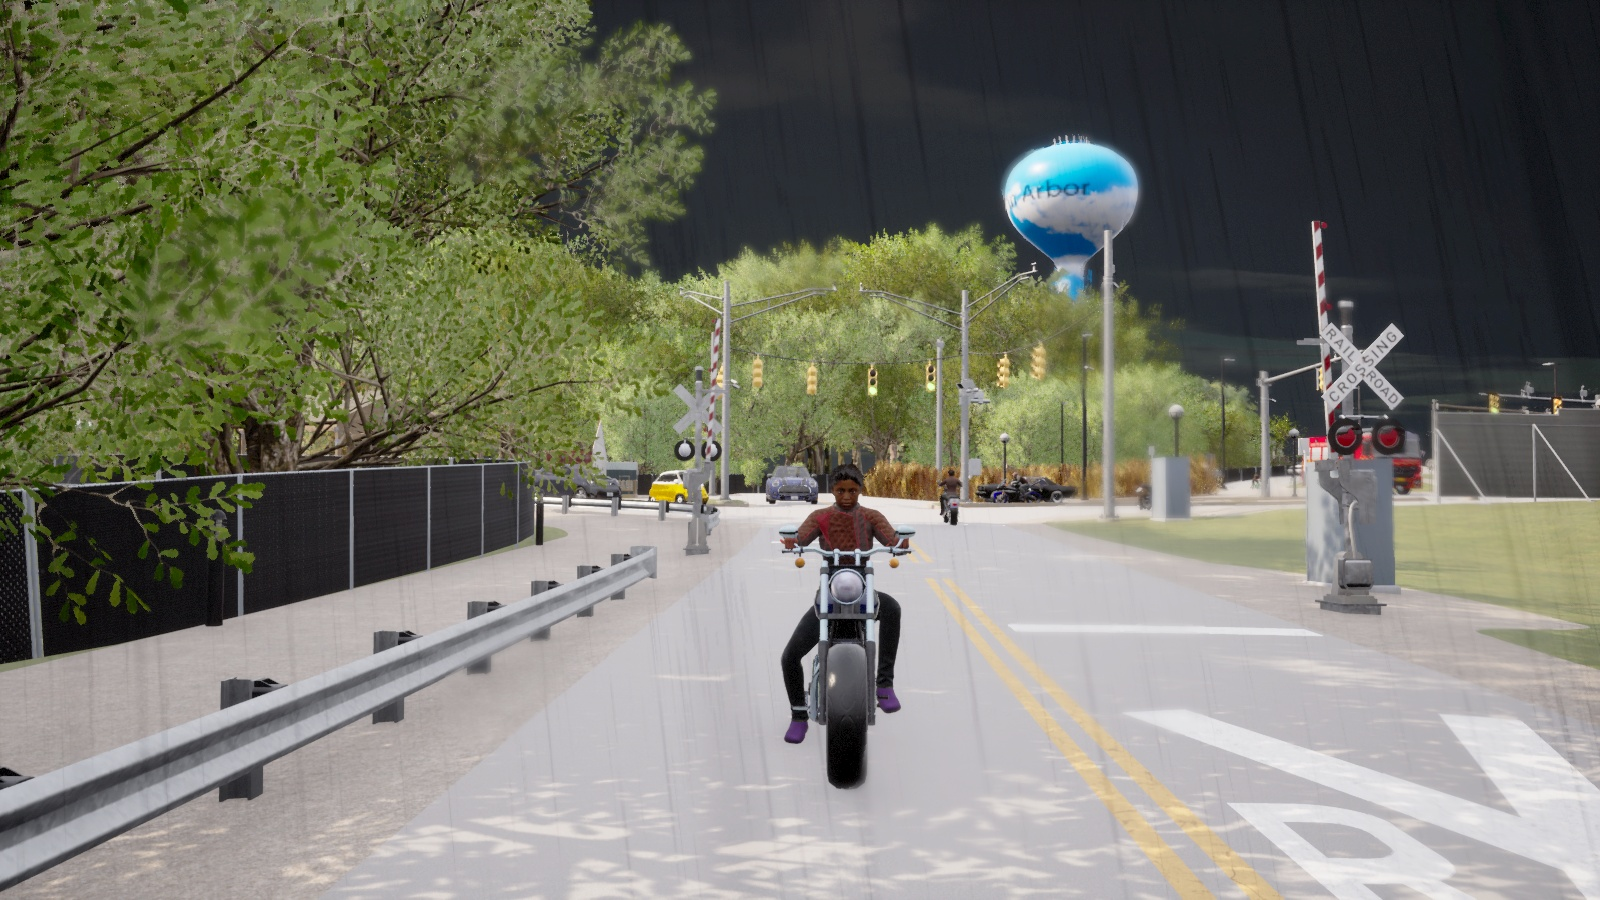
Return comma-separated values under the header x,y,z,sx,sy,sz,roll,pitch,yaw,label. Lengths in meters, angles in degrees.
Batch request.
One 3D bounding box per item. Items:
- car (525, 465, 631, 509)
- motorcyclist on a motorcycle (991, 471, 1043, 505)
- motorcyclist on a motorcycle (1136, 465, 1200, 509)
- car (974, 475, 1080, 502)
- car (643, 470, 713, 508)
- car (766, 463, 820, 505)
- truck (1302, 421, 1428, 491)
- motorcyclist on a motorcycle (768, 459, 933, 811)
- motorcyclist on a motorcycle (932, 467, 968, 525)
x,y,z,sx,sy,sz,roll,pitch,yaw,label
-7.948,1.329,44.832,3.633,1.501,1.845,-1,-3,41,car
9.860,1.730,57.018,2.191,1.530,0.866,0,-1,-4,motorcyclist on a motorcycle
13.126,1.315,44.854,2.044,1.523,0.797,0,-1,-8,motorcyclist on a motorcycle
10.910,1.855,60.601,4.718,1.301,1.895,0,-1,-4,car
-4.653,1.502,47.848,2.207,1.376,1.481,-2,-3,34,car
-0.369,1.471,55.251,2.097,1.767,4.553,0,-1,-4,car
32.608,0.409,72.905,2.891,3.827,8.468,0,-1,-5,truck
0.270,0.884,7.085,0.766,1.649,2.350,0,-1,2,motorcyclist on a motorcycle
4.419,1.345,37.066,0.766,1.649,2.350,1,-1,0,motorcyclist on a motorcycle
